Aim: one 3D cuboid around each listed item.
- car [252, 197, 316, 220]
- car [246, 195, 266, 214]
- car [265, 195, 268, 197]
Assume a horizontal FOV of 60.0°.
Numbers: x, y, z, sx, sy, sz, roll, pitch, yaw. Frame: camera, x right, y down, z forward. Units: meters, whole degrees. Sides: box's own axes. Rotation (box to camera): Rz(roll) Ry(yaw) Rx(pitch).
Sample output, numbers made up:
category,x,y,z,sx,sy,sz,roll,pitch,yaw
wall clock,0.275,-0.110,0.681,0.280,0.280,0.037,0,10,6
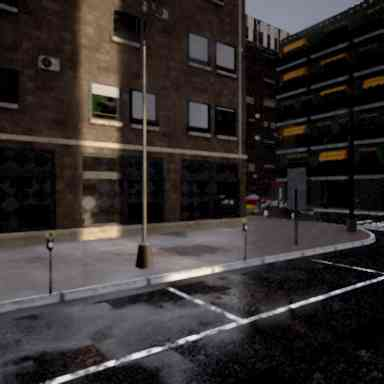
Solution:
category,x,y,z,sx,sy,sz,roll,pitch,yaw
car,7.025,1.291,24.762,2.008,1.369,4.403,1,0,-36
car,3.846,1.191,29.124,1.752,1.417,4.829,1,0,-36
car,7.258,1.014,38.670,1.967,1.590,4.097,1,0,-36
